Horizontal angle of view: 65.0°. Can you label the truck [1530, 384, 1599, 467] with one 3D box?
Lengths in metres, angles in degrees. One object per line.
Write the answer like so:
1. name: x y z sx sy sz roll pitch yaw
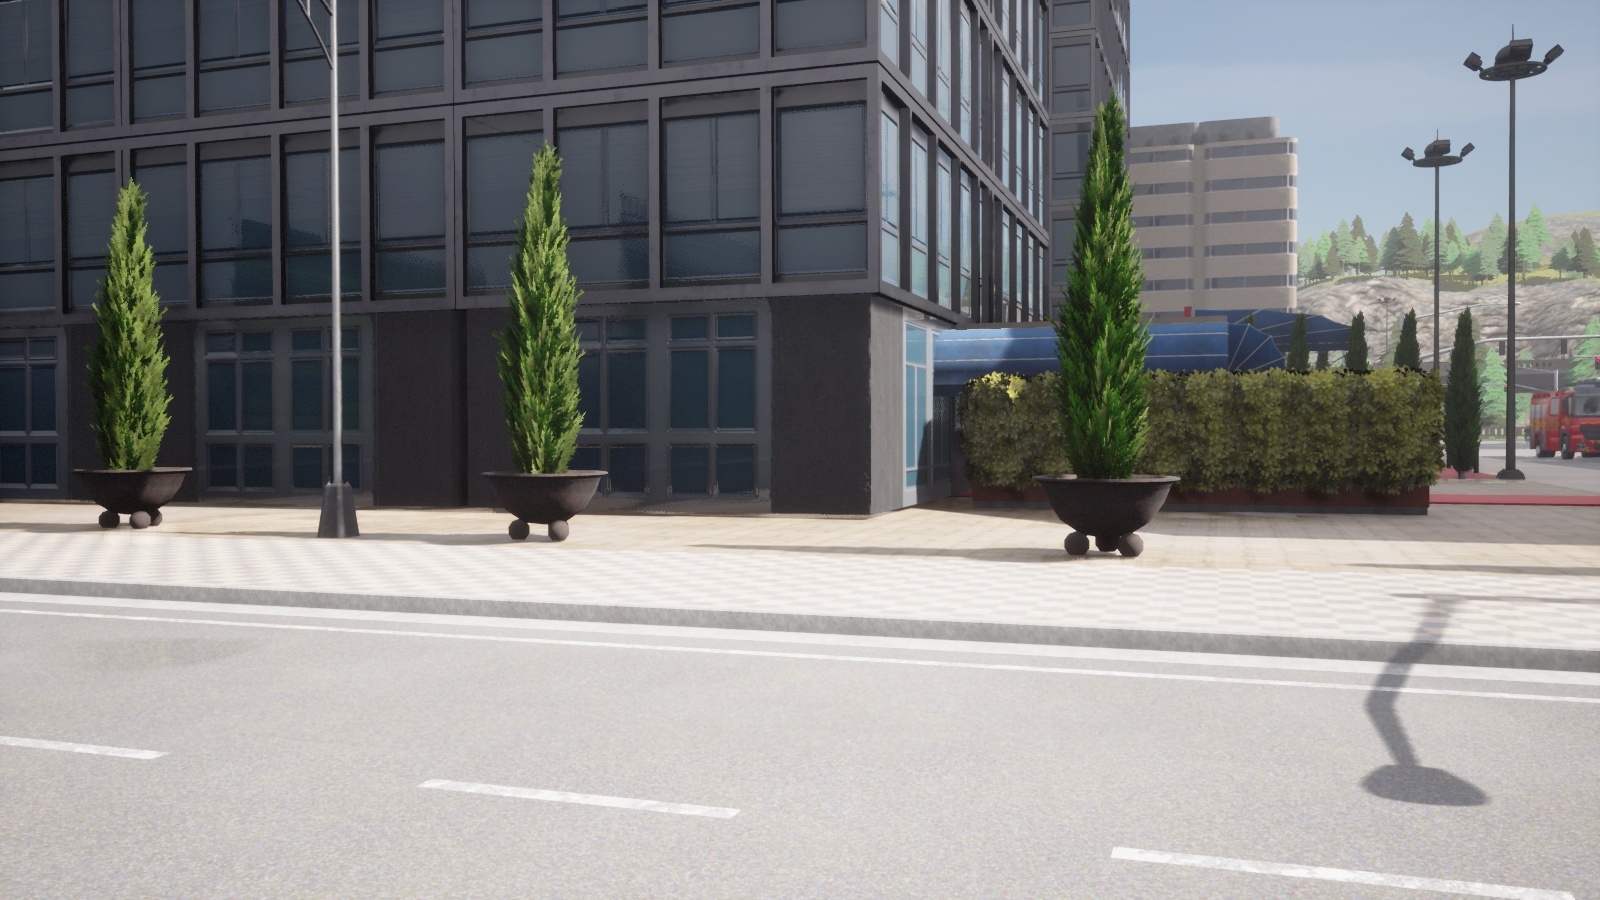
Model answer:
1. truck: 38.513 -1.181 61.673 2.891 3.827 8.468 1 1 18
